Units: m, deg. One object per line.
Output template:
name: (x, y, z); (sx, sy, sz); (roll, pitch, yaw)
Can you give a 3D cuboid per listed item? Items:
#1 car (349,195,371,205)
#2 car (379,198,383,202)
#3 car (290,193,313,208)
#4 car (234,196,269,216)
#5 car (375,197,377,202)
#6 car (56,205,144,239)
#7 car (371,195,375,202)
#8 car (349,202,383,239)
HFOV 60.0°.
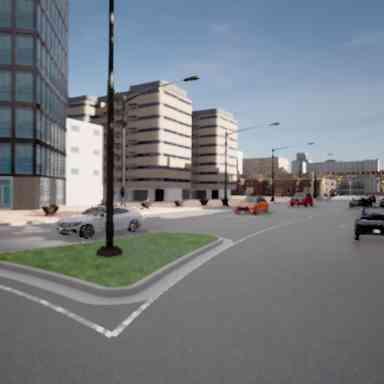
car: (22.473, 1.460, 44.926); (2.128, 1.511, 4.902); (1, 0, 33)
car: (25.199, 1.510, 42.701); (1.837, 1.490, 4.892); (1, 0, 33)
car: (15.684, 1.114, 47.518); (2.150, 2.045, 5.566); (1, 0, 32)
car: (5.712, 1.234, 31.697); (2.097, 1.767, 4.553); (1, 0, 32)
car: (33.270, 1.309, 62.194); (1.837, 1.490, 4.892); (1, 0, 32)
car: (-4.479, 1.393, 16.825); (1.812, 1.442, 4.674); (1, 0, 38)
car: (27.959, 1.450, 53.749); (1.882, 1.535, 5.008); (1, 0, 32)
car: (9.185, 1.488, 16.570); (2.128, 1.511, 4.902); (1, 0, 28)
